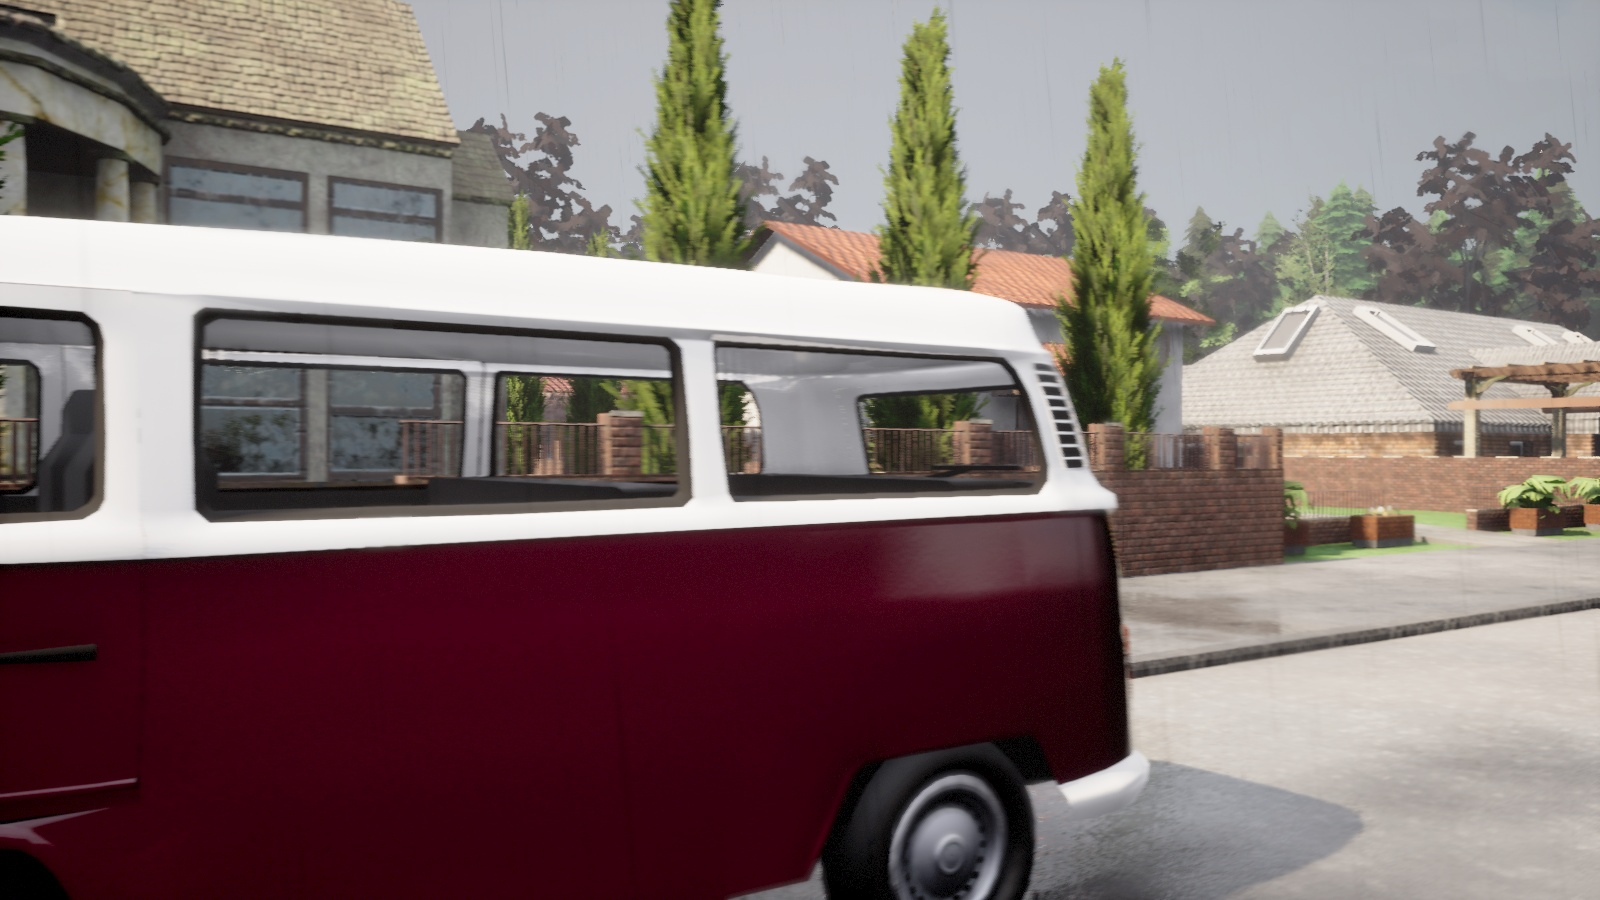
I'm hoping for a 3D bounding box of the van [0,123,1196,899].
[{"bbox_3d":[-1.217,0.479,3.422,4.480,2.038,2.069,0,0,-35],"label":"van"}]
